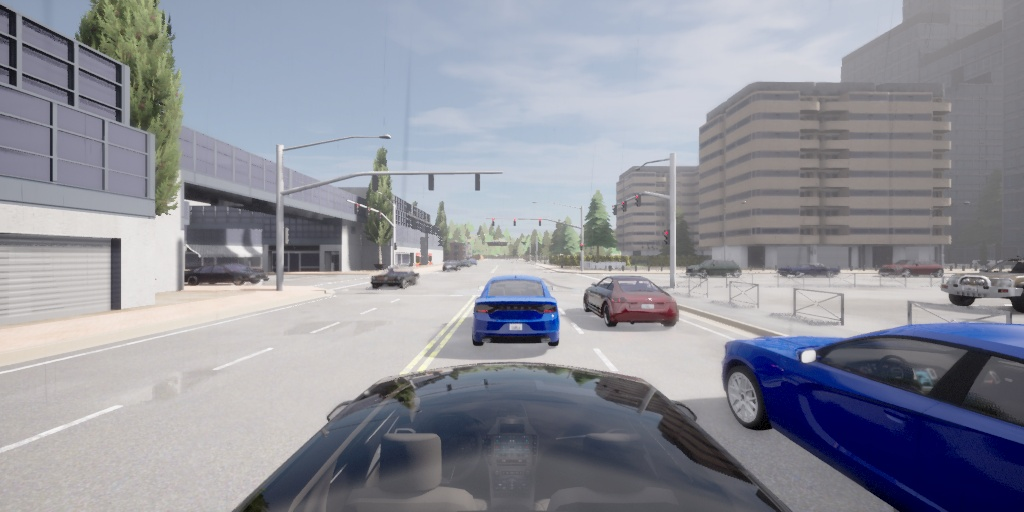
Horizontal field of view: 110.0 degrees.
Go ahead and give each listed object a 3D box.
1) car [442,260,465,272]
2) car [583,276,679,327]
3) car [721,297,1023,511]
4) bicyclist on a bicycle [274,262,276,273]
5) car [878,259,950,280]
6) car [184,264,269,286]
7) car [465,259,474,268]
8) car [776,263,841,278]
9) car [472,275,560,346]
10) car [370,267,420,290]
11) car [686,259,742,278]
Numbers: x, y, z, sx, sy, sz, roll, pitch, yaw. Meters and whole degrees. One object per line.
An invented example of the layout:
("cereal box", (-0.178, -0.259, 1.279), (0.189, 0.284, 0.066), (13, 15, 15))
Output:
("car", (-7.840, 1.241, 46.823), (2.128, 1.511, 4.902), (0, 0, 0))
("car", (3.604, 1.314, 11.560), (1.994, 1.385, 4.181), (0, 0, 0))
("car", (3.603, 1.228, 2.576), (1.882, 1.535, 5.008), (0, 0, 0))
("bicyclist on a bicycle", (-25.833, 1.053, 39.649), (0.582, 1.620, 1.656), (0, 0, -1))
("car", (37.476, 1.102, 33.760), (4.553, 1.767, 2.097), (0, 0, -1))
("car", (-19.935, 1.297, 24.744), (5.357, 1.411, 2.033), (0, 0, -1))
("car", (-8.021, 1.312, 59.874), (1.994, 1.385, 4.181), (0, 0, -1))
("car", (27.679, 1.351, 33.575), (4.718, 1.301, 1.895), (0, 0, -1))
("car", (0.096, 1.228, 9.429), (1.882, 1.535, 5.008), (0, 0, 0))
("car", (-7.192, 1.351, 22.471), (1.895, 1.301, 4.718), (0, 0, -1))
("car", (18.692, 1.102, 33.391), (4.553, 1.767, 2.097), (0, 0, -1))
